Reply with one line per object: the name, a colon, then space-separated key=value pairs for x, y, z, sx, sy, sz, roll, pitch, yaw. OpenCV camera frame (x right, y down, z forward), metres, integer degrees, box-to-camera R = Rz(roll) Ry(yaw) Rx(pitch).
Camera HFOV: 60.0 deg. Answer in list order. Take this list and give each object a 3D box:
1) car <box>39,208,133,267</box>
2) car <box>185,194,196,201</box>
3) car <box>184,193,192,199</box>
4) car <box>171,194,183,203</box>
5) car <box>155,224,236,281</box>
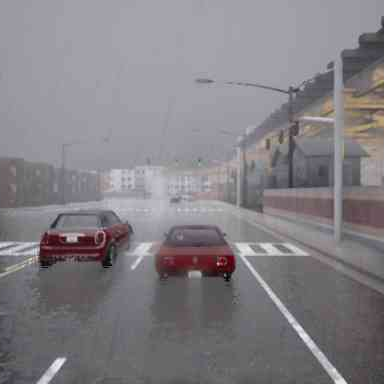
car: x=-3.414 y=1.366 z=11.603 sx=2.097 sy=1.767 sz=4.553 roll=0 pitch=0 yaw=0
car: x=-0.046 y=1.688 z=82.934 sx=1.895 sy=1.301 sz=4.718 roll=0 pitch=0 yaw=-3
car: x=-1.309 y=1.199 z=92.859 sx=2.150 sy=2.045 sz=5.566 roll=0 pitch=0 yaw=-17
car: x=-3.504 y=1.562 z=71.584 sx=1.882 sy=1.535 sz=5.008 roll=0 pitch=0 yaw=0
car: x=0.084 y=1.612 z=9.877 sx=1.895 sy=1.301 sz=4.718 roll=0 pitch=0 yaw=0
